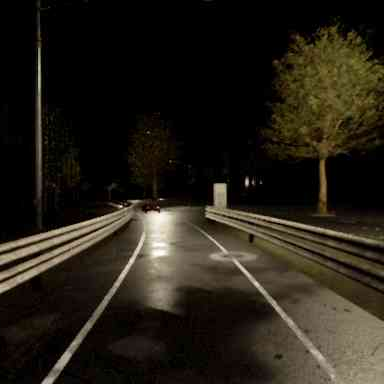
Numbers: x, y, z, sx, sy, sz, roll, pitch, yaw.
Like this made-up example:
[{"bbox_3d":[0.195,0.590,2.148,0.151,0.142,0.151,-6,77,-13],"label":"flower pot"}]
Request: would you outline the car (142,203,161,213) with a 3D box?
[{"bbox_3d":[-5.292,1.999,42.383,1.895,1.301,4.718,-1,-1,-15],"label":"car"}]
